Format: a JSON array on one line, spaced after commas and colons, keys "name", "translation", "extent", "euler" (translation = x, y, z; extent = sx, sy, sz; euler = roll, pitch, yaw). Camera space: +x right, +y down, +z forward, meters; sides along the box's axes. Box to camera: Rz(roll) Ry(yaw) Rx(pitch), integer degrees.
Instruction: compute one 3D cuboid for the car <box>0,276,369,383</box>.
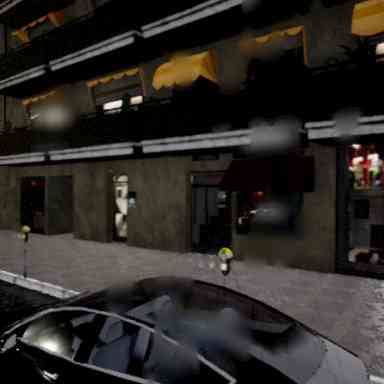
[{"name": "car", "translation": [-0.613, 1.565, 3.304], "extent": [4.313, 1.339, 1.947], "euler": [0, 1, 36]}]
